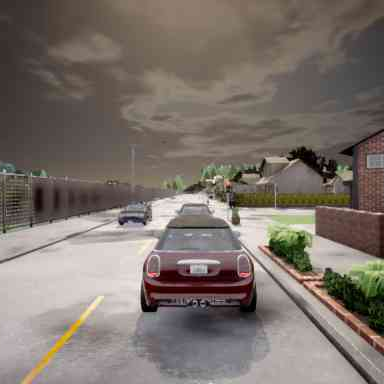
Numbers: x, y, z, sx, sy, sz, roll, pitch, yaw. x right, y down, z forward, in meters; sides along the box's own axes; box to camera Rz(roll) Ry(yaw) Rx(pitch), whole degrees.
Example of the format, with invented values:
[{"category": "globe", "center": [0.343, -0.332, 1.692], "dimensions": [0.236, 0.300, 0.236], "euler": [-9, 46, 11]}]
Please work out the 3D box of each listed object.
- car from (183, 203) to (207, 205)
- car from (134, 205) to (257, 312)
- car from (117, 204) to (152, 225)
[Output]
[{"category": "car", "center": [0.149, 1.352, 17.550], "dimensions": [2.097, 1.767, 4.553], "euler": [0, 0, 0]}, {"category": "car", "center": [0.119, 1.352, 7.853], "dimensions": [2.097, 1.767, 4.553], "euler": [0, 0, 0]}, {"category": "car", "center": [-3.933, 1.551, 23.980], "dimensions": [2.033, 1.411, 5.357], "euler": [0, 0, 0]}]
